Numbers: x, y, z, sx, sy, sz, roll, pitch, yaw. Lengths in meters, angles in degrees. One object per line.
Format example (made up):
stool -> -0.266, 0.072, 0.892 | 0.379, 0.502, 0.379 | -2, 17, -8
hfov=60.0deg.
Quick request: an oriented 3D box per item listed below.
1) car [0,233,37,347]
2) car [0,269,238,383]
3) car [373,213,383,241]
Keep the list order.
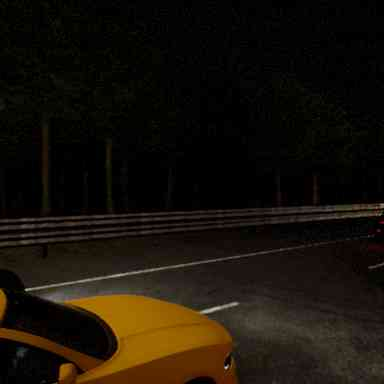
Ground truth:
car -> -5.145, 1.553, 4.372 | 5.357, 1.411, 2.033 | 0, 0, -36
car -> -1.866, 1.478, 2.418 | 5.008, 1.535, 1.882 | 0, 0, -36
car -> 10.243, 1.484, 15.380 | 4.892, 1.490, 1.837 | 0, 0, -36
